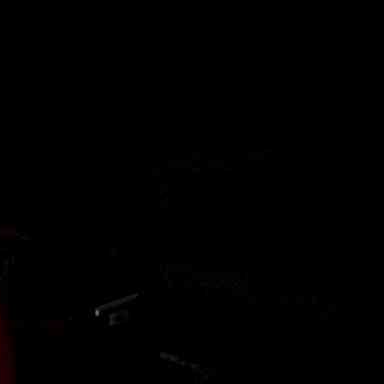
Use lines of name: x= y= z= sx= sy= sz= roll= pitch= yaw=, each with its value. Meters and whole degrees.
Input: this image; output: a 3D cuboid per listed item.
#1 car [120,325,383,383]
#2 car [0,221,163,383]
car: x=1.822 y=1.577 z=1.504 sx=4.206 sy=1.307 sz=1.802 roll=0 pitch=0 yaw=36
car: x=-2.667 y=1.345 z=4.717 sx=5.009 sy=1.841 sz=2.192 roll=0 pitch=0 yaw=36
